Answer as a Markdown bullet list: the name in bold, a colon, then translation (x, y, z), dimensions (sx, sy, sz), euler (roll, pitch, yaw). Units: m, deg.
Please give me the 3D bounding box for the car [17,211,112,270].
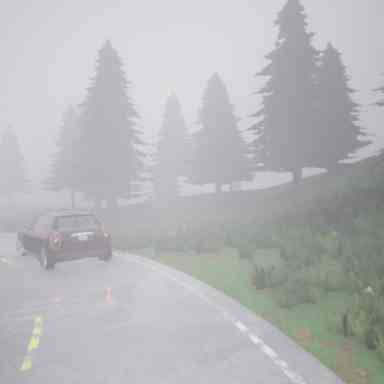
- **car**: translation (-4.683, 1.470, 11.868), dimensions (2.097, 1.767, 4.553), euler (-2, 0, -39)
